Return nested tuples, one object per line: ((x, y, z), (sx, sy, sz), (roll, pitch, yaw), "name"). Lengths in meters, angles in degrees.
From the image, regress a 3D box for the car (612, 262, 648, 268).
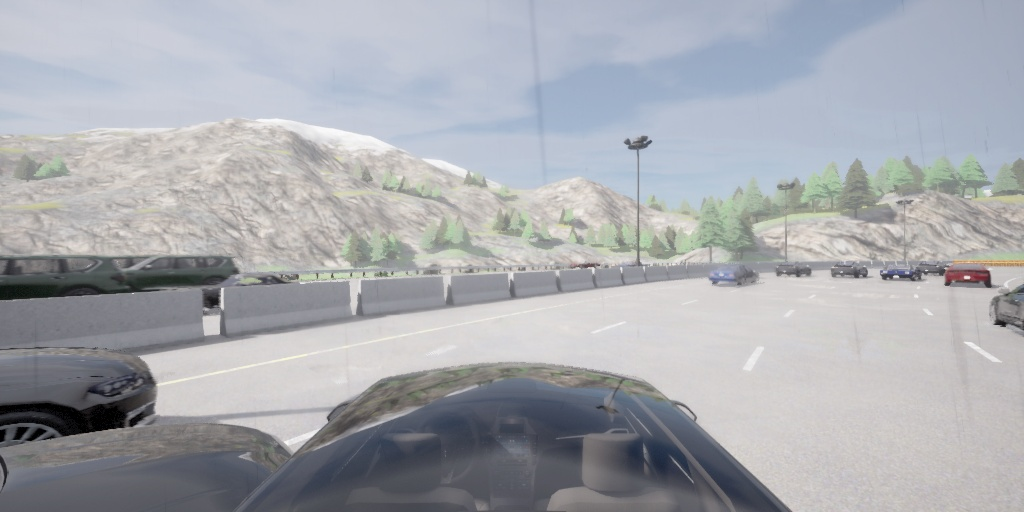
((14.062, 1.365, 42.495), (5.357, 1.411, 2.033), (0, 0, -38), "car")

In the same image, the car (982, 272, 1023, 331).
((13.392, 1.275, 8.541), (1.812, 1.442, 4.674), (0, 0, 43), "car")

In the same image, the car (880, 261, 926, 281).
((32.302, 1.351, 29.723), (4.718, 1.301, 1.895), (0, 0, -35), "car")

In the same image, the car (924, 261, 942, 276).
((43.305, 1.241, 36.857), (4.902, 1.511, 2.128), (0, 0, -31), "car")

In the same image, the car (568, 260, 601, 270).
((9.714, 1.151, 47.981), (4.718, 1.301, 1.895), (0, 0, -38), "car")

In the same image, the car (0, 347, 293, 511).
((-2.982, 1.255, 0.515), (4.892, 1.490, 1.837), (0, 0, -45), "car")

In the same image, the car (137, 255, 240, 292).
((-16.403, 0.971, 17.164), (2.150, 2.045, 5.566), (0, 0, 39), "car")

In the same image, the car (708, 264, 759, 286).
((15.860, 1.297, 25.570), (5.357, 1.411, 2.033), (0, 0, -41), "car")

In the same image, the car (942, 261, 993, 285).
((31.415, 1.227, 24.701), (5.008, 1.535, 1.882), (0, 0, -38), "car")

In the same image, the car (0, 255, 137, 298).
((-16.335, 0.971, 11.540), (2.150, 2.045, 5.566), (0, 0, 37), "car")

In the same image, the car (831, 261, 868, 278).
((31.368, 1.241, 33.332), (4.902, 1.511, 2.128), (0, 0, -35), "car")

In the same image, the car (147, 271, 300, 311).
((-10.283, 1.351, 13.609), (1.895, 1.301, 4.718), (0, 0, 39), "car")

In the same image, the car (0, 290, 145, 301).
((-5.610, 1.240, 2.185), (2.128, 1.511, 4.902), (0, 0, 37), "car")

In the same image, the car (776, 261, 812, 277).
((27.247, 1.241, 34.659), (4.902, 1.511, 2.128), (0, 0, -36), "car")
